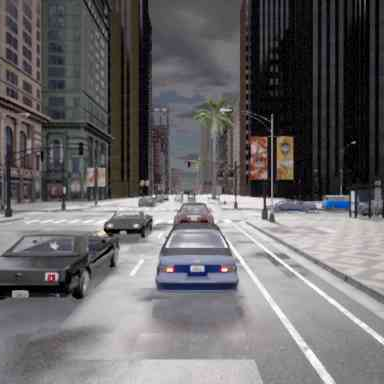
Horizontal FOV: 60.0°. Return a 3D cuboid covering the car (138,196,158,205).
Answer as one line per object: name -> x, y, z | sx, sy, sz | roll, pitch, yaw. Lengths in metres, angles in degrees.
car -> -6.621, 1.315, 48.846 | 2.097, 1.767, 4.553 | 0, 0, 0

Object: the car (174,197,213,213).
car -> 0.109, 1.337, 18.435 | 2.097, 1.767, 4.553 | 0, 0, 0

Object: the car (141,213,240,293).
car -> 0.097, 1.540, 8.991 | 2.033, 1.411, 5.357 | 0, 0, 0

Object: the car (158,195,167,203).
car -> -6.579, 1.457, 64.592 | 1.837, 1.490, 4.892 | 0, 0, 1

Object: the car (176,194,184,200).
car -> -3.306, 1.243, 90.432 | 1.882, 1.535, 5.008 | 0, 0, 0

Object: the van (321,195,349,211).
van -> 17.043, 1.284, 38.172 | 3.998, 1.788, 1.690 | 0, 0, 0

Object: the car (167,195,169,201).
car -> -6.550, 1.418, 79.087 | 1.882, 1.535, 5.008 | 0, 0, 0

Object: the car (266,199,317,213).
car -> 10.478, 1.504, 35.659 | 5.357, 1.411, 2.033 | 0, 0, 4

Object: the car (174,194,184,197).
car -> -3.300, 1.456, 80.429 | 1.812, 1.442, 4.674 | 0, 0, 0

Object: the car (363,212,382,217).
car -> 17.053, 1.525, 29.647 | 4.403, 1.369, 2.008 | 0, 0, 0

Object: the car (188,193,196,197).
car -> -0.050, 1.472, 80.432 | 2.033, 1.411, 5.357 | 0, 0, 0

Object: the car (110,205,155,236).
car -> -3.165, 1.586, 17.530 | 1.895, 1.301, 4.718 | 0, 0, 0

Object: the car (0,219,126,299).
car -> -3.154, 1.594, 8.353 | 1.895, 1.301, 4.718 | 0, 0, 0
